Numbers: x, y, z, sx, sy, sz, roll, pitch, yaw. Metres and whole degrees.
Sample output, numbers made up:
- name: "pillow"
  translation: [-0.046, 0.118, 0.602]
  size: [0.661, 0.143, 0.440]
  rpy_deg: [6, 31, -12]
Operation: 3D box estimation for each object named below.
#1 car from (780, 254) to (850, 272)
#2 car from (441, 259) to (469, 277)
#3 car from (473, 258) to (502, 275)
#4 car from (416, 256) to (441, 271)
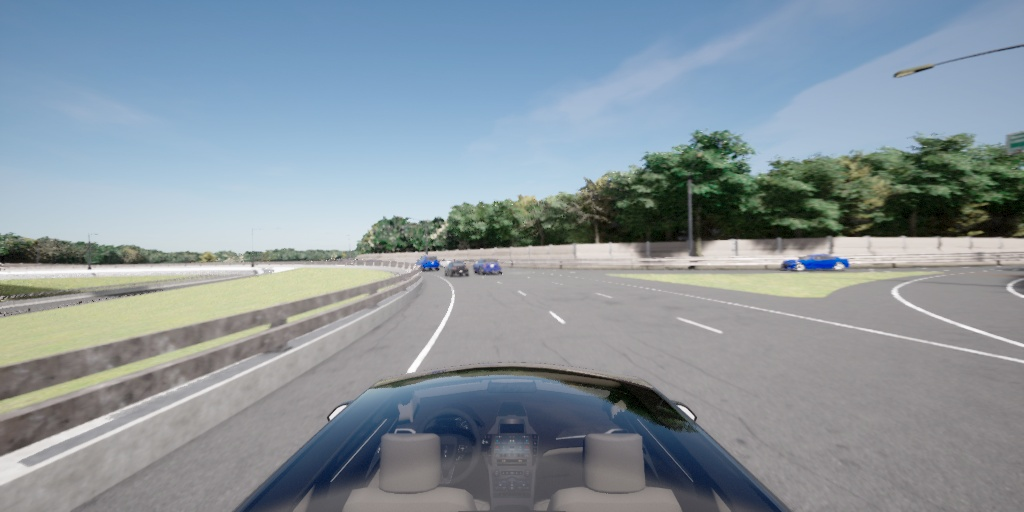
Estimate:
- name: "car"
  translation: [26.940, 0.580, 32.011]
  size: [5.008, 1.535, 1.882]
  rpy_deg: [-1, 0, 10]
- name: "car"
  translation: [-5.480, 1.254, 35.435]
  size: [1.812, 1.442, 4.674]
  rpy_deg: [-1, 0, -19]
- name: "car"
  translation: [-2.703, 1.015, 37.951]
  size: [2.097, 1.767, 4.553]
  rpy_deg: [-1, 0, -20]
- name: "car"
  translation: [-11.803, 1.020, 49.990]
  size: [2.150, 2.045, 5.566]
  rpy_deg: [-1, 1, -28]
